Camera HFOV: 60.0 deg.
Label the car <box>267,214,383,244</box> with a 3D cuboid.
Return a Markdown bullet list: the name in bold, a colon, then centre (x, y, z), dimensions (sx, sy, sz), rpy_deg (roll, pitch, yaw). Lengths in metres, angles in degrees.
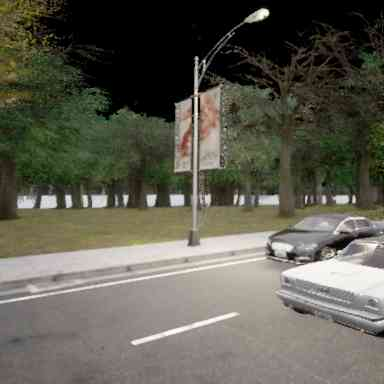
- **car**: centre (4.504, 1.489, 10.881), dimensions (4.902, 1.511, 2.128), rpy_deg (0, 0, -35)

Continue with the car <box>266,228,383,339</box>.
- **car**: centre (3.804, 1.598, 6.394), dimensions (4.718, 1.301, 1.895), rpy_deg (0, 0, -35)
